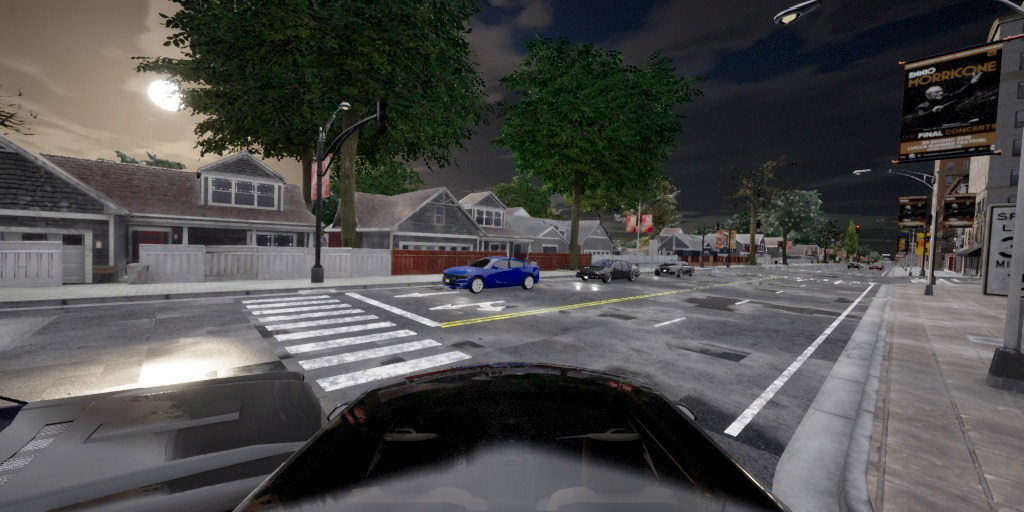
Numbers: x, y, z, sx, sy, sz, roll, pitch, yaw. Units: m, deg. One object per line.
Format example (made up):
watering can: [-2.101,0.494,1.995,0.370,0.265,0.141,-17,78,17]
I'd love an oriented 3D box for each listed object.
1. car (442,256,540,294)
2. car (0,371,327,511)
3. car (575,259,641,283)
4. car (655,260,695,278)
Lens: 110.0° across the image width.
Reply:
car: [-0.857,0.776,16.627,5.008,1.535,1.882,1,3,-43]
car: [-3.319,1.274,1.483,4.718,1.301,1.895,1,2,-33]
car: [6.428,0.922,23.421,5.357,1.411,2.033,1,2,-43]
car: [13.745,1.018,30.216,4.181,1.385,1.994,1,2,-43]
